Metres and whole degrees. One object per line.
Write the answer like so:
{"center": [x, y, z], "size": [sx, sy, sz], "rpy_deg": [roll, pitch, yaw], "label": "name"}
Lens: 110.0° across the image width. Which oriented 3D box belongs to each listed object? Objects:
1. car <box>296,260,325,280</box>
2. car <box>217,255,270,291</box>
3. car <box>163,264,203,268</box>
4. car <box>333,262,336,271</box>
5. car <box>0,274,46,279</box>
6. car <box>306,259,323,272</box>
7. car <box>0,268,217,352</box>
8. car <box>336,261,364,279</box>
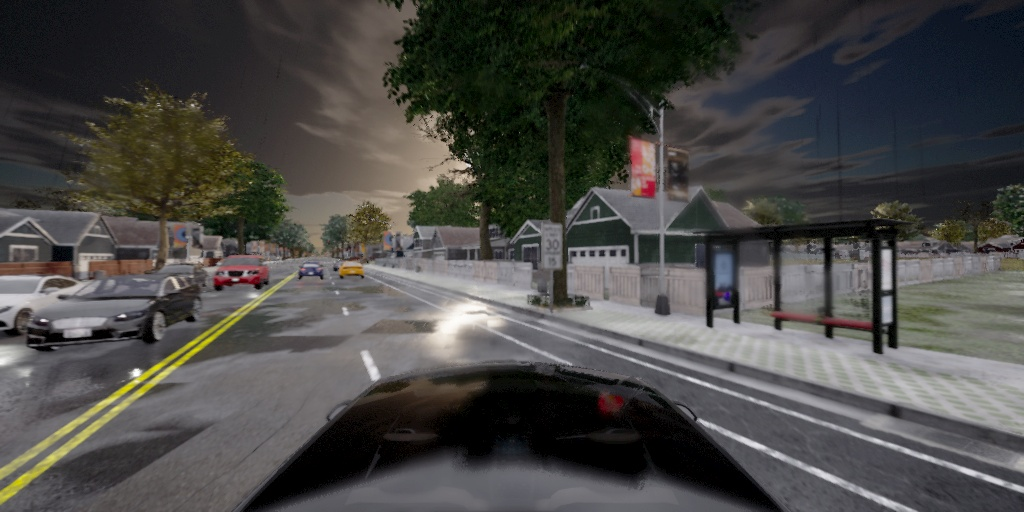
{"center": [-17.695, 1.262, 31.670], "size": [1.812, 1.442, 4.674], "rpy_deg": [0, 0, -28], "label": "car"}
{"center": [-16.578, 0.958, 22.266], "size": [2.150, 2.045, 5.566], "rpy_deg": [0, 0, -28], "label": "car"}
{"center": [-19.865, 1.234, 21.540], "size": [1.837, 1.490, 4.892], "rpy_deg": [0, 0, -28], "label": "car"}
{"center": [-22.690, 1.297, 47.890], "size": [1.994, 1.385, 4.181], "rpy_deg": [0, 0, -28], "label": "car"}
{"center": [-13.704, 1.261, 9.930], "size": [1.812, 1.442, 4.674], "rpy_deg": [0, 0, -28], "label": "car"}
{"center": [-25.622, 1.234, 46.535], "size": [1.837, 1.490, 4.892], "rpy_deg": [0, 0, -28], "label": "car"}
{"center": [-9.592, 1.232, 9.135], "size": [2.128, 1.511, 4.902], "rpy_deg": [0, 0, -28], "label": "car"}
{"center": [-14.954, 1.219, 33.335], "size": [1.882, 1.535, 5.008], "rpy_deg": [0, 0, -28], "label": "car"}
